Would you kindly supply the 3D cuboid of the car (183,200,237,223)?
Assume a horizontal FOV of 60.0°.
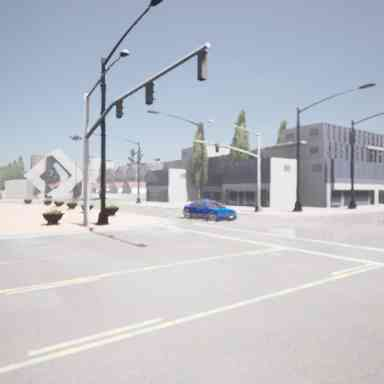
[{"bbox_3d":[1.267,1.418,25.155,1.882,1.535,5.008,0,1,-36],"label":"car"}]
